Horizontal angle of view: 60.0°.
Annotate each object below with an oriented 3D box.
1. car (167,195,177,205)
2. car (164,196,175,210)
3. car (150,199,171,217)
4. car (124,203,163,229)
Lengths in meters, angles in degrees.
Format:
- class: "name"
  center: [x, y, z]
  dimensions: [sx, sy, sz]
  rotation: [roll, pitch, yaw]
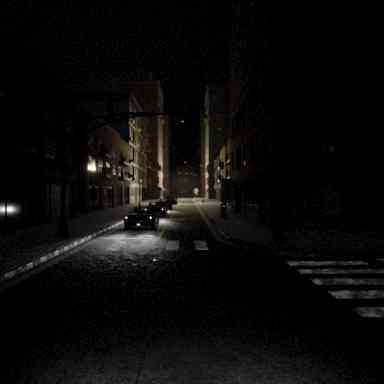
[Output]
- class: "car"
  center: [-3.576, 1.325, 56.240]
  dimensions: [2.097, 1.767, 4.553]
  rotation: [0, 0, -1]
- class: "car"
  center: [-3.451, 1.547, 41.043]
  dimensions: [1.994, 1.385, 4.181]
  rotation: [0, 0, -1]
- class: "car"
  center: [-3.317, 1.591, 30.970]
  dimensions: [1.895, 1.301, 4.718]
  rotation: [0, 0, -1]
- class: "car"
  center: [-3.180, 1.596, 21.741]
  dimensions: [1.895, 1.301, 4.718]
  rotation: [0, 0, -1]
